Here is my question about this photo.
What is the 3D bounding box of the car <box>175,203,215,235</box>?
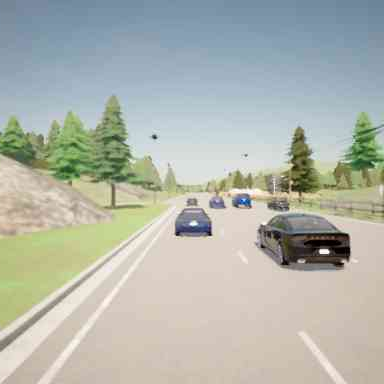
[{"bbox_3d":[0.081,1.566,18.686,1.994,1.385,4.181,0,0,0],"label":"car"}]

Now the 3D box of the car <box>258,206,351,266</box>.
[{"bbox_3d":[3.589,1.466,11.502,1.882,1.535,5.008,0,0,0],"label":"car"}]

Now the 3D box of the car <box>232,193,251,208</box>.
[{"bbox_3d":[7.048,1.203,47.474,2.150,2.045,5.566,0,0,0],"label":"car"}]

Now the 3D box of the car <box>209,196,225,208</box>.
[{"bbox_3d":[3.548,1.346,47.914,2.097,1.767,4.553,0,0,0],"label":"car"}]

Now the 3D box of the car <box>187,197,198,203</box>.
[{"bbox_3d":[0.042,1.499,55.595,2.128,1.511,4.902,0,0,0],"label":"car"}]

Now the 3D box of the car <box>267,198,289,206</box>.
[{"bbox_3d":[10.558,1.459,40.944,2.128,1.511,4.902,0,0,0],"label":"car"}]
